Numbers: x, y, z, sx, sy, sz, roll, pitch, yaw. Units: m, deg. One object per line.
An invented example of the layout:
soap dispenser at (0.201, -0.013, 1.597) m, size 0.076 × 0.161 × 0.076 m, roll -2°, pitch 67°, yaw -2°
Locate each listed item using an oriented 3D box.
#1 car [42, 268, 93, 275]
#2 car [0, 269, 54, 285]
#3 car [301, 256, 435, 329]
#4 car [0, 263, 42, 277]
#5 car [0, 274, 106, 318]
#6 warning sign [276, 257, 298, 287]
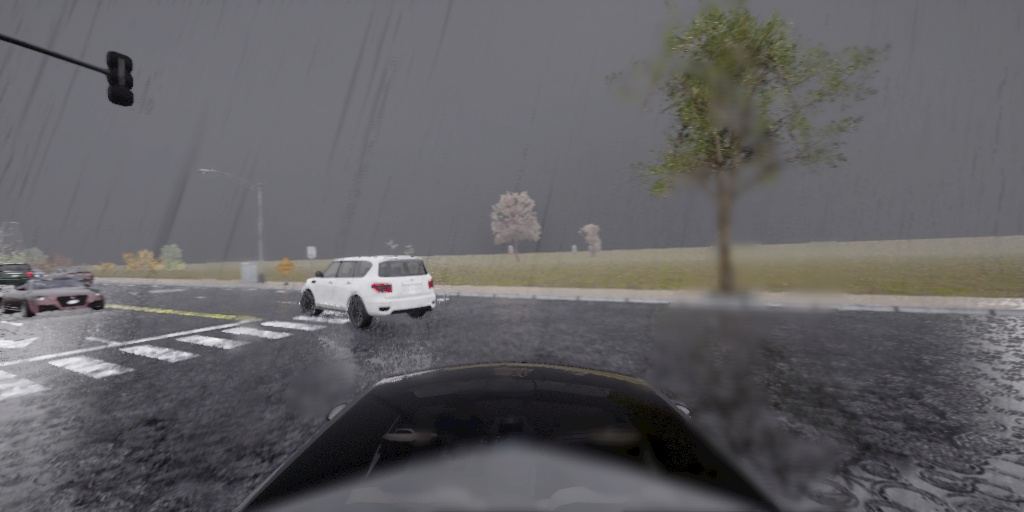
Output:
car at (-37.902, 1.784, 30.688) m, size 4.902 × 1.511 × 2.128 m, roll -1°, pitch 1°, yaw 25°
car at (-47.119, 1.990, 34.834) m, size 5.357 × 1.411 × 2.033 m, roll -1°, pitch 1°, yaw 24°
car at (-4.876, 1.024, 11.828) m, size 5.566 × 2.045 × 2.150 m, roll -1°, pitch 0°, yaw 40°
car at (-39.185, 1.576, 27.692) m, size 5.566 × 2.045 × 2.150 m, roll -1°, pitch 1°, yaw 25°
car at (-18.801, 1.627, 14.695) m, size 4.181 × 1.385 × 1.994 m, roll -1°, pitch 1°, yaw 24°
warning sign at (-14.587, 0.991, 23.170) m, size 1.060 × 1.860 × 1.300 m, roll 0°, pitch 0°, yaw 24°
